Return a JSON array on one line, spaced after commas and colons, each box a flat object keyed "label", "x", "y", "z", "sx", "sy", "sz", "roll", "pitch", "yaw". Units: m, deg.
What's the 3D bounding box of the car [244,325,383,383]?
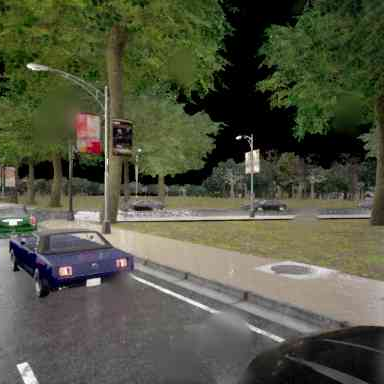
[{"label": "car", "x": 2.352, "y": 1.478, "z": 1.244, "sx": 1.882, "sy": 1.535, "sz": 5.008, "roll": 0, "pitch": 0, "yaw": -38}]

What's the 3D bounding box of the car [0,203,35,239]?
[{"label": "car", "x": -8.909, "y": 1.352, "z": 15.837, "sx": 2.097, "sy": 1.767, "sz": 4.553, "roll": 0, "pitch": 0, "yaw": -38}]

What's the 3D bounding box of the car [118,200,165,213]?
[{"label": "car", "x": -5.595, "y": 1.614, "z": 37.898, "sx": 4.902, "sy": 1.511, "sz": 2.128, "roll": 0, "pitch": 0, "yaw": -14}]

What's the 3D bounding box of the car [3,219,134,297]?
[{"label": "car", "x": -3.419, "y": 1.601, "z": 8.719, "sx": 1.895, "sy": 1.301, "sz": 4.718, "roll": 0, "pitch": 0, "yaw": -38}]

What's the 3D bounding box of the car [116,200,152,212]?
[{"label": "car", "x": -7.117, "y": 1.682, "z": 40.864, "sx": 4.181, "sy": 1.385, "sz": 1.994, "roll": 0, "pitch": 0, "yaw": -15}]

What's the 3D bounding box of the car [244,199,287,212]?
[{"label": "car", "x": 9.514, "y": 1.712, "z": 41.757, "sx": 4.892, "sy": 1.490, "sz": 1.837, "roll": -1, "pitch": 0, "yaw": -14}]

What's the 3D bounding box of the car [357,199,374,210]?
[{"label": "car", "x": 27.034, "y": 1.828, "z": 49.518, "sx": 4.902, "sy": 1.511, "sz": 2.128, "roll": 1, "pitch": 0, "yaw": -14}]

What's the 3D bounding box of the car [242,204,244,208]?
[{"label": "car", "x": 9.179, "y": 1.720, "z": 45.031, "sx": 4.892, "sy": 1.490, "sz": 1.837, "roll": 1, "pitch": 0, "yaw": -14}]
